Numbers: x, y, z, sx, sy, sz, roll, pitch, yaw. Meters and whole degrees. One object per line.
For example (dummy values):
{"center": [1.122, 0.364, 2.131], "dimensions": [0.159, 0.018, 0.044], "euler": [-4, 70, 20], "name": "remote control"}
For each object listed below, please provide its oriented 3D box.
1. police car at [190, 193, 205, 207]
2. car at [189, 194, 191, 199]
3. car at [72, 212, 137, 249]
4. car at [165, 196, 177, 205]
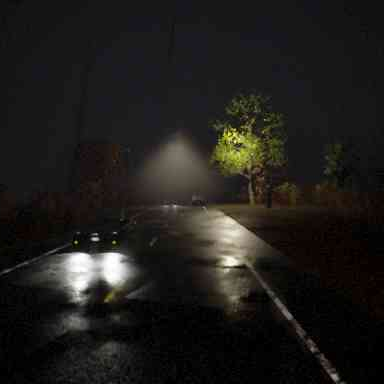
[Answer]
{"center": [1.061, 1.398, 51.881], "dimensions": [1.930, 1.638, 5.238], "euler": [0, 0, 0], "name": "police car"}
{"center": [1.064, 1.184, 67.804], "dimensions": [2.150, 2.045, 5.566], "euler": [0, 0, 0], "name": "car"}
{"center": [-3.597, 1.559, 14.331], "dimensions": [1.994, 1.385, 4.181], "euler": [0, 0, 0], "name": "car"}
{"center": [-3.541, 1.473, 56.436], "dimensions": [1.837, 1.490, 4.892], "euler": [0, 0, 1], "name": "car"}
